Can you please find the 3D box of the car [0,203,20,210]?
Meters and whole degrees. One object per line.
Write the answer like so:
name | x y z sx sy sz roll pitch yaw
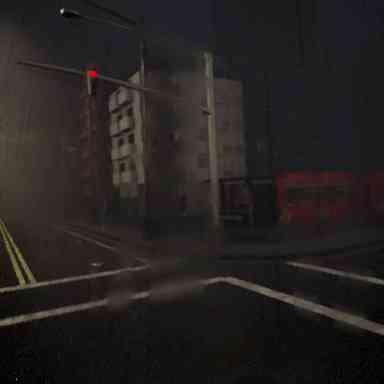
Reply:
car | -36.676 2.968 66.850 4.536 1.218 1.853 -3 0 39

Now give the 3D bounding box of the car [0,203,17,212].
car | -36.628 3.124 66.818 4.974 1.542 2.038 -3 0 39
